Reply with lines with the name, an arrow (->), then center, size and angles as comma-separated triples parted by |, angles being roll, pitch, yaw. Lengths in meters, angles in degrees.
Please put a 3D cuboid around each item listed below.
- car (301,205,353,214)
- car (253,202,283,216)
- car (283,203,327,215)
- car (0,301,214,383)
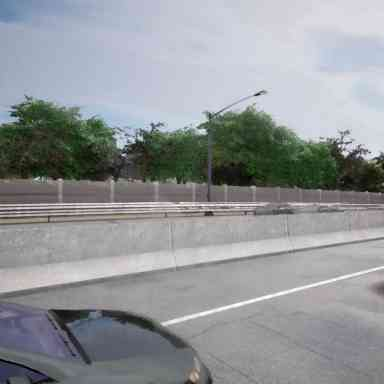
car -> 10.392, 1.808, 24.228 | 4.718, 1.301, 1.895 | 1, -1, -35
car -> 7.777, 1.743, 30.955 | 4.892, 1.490, 1.837 | 1, -1, -35
car -> 10.537, 1.748, 28.622 | 4.902, 1.511, 2.128 | 1, -1, -35
car -> -1.834, 1.564, 2.444 | 4.181, 1.385, 1.994 | 0, 0, -35
